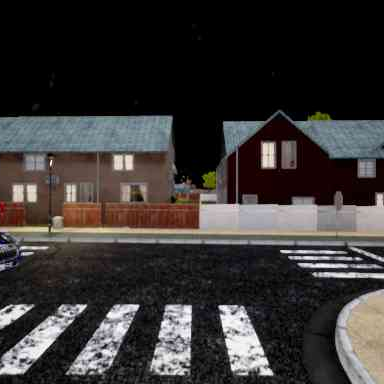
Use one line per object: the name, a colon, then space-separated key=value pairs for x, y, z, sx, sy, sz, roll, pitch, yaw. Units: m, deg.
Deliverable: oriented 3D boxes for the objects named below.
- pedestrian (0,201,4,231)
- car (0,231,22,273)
pedestrian: x=-9.310 y=1.051 z=15.900 sx=0.375 sy=1.860 sz=0.375 roll=0 pitch=0 yaw=1
car: x=-6.992 y=1.297 z=8.954 sx=4.553 sy=1.767 sz=2.097 roll=1 pitch=0 yaw=15
